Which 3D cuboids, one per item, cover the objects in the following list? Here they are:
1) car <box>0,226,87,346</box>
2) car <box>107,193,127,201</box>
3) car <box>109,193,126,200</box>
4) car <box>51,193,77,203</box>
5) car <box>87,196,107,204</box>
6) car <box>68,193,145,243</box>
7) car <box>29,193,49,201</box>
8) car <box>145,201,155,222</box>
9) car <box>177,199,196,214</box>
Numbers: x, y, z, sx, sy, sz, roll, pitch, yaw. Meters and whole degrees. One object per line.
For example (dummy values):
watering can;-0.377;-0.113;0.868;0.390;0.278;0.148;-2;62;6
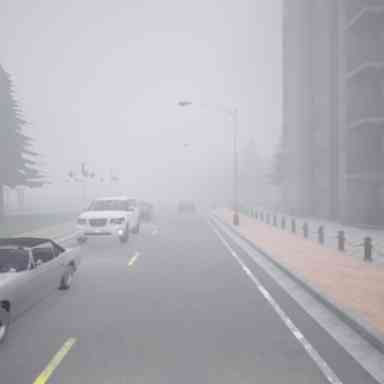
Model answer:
car;-3.711;1.620;6.334;1.895;1.301;4.718;0;0;-1
car;-19.003;1.208;84.310;4.605;1.855;1.932;0;0;-1
car;-19.477;1.189;87.207;3.866;1.878;1.905;0;0;-1
car;-26.229;1.531;68.551;3.806;1.475;1.970;0;0;-1
car;-18.747;1.483;65.728;3.633;1.501;1.845;0;0;-1
car;-3.931;1.241;16.457;2.150;2.045;5.566;0;0;-1
car;-37.471;1.523;80.309;3.633;1.501;1.845;0;0;-1
car;-4.126;1.498;26.892;1.882;1.535;5.008;0;0;-1
car;-0.633;1.481;36.034;1.882;1.535;5.008;0;0;-1
